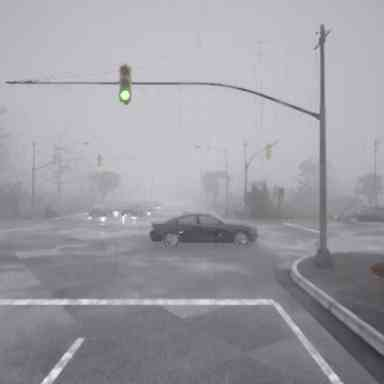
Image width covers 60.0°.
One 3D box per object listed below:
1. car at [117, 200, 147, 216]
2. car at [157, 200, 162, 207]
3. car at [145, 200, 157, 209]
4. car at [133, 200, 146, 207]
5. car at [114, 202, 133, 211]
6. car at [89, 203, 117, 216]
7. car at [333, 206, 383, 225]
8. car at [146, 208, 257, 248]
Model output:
[{"bbox_3d":[-7.072,2.064,39.711,2.033,1.411,5.357,0,-1,0],"label":"car"},{"bbox_3d":[-6.969,2.269,65.564,1.994,1.385,4.181,0,0,0],"label":"car"},{"bbox_3d":[-7.055,1.997,50.503,2.097,1.767,4.553,0,-1,0],"label":"car"},{"bbox_3d":[-10.464,2.268,66.484,1.994,1.385,4.181,0,0,0],"label":"car"},{"bbox_3d":[-10.552,2.256,51.630,1.895,1.301,4.718,0,0,0],"label":"car"},{"bbox_3d":[-10.572,2.033,39.025,1.812,1.442,4.674,0,-1,0],"label":"car"},{"bbox_3d":[13.928,1.841,26.807,4.902,1.511,2.128,0,-1,-3],"label":"car"},{"bbox_3d":[0.497,1.694,15.439,5.008,1.535,1.882,0,-1,-3],"label":"car"}]
